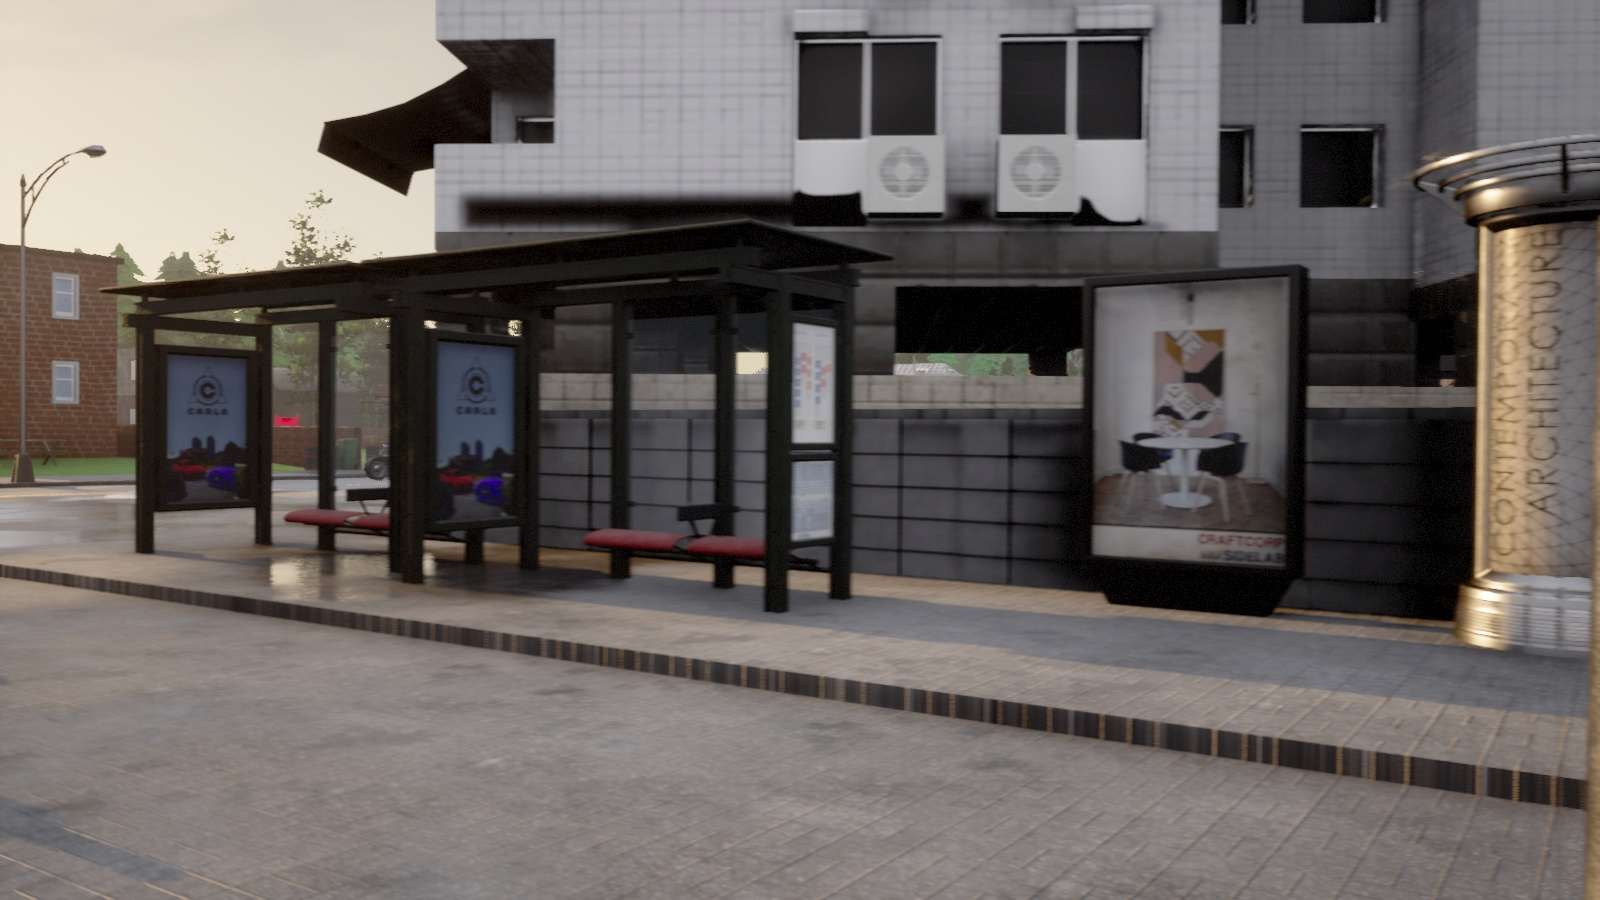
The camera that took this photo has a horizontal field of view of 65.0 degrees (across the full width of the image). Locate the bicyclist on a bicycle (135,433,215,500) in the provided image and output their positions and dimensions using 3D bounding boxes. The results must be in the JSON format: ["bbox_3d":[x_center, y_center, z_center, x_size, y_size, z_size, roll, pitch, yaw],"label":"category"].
[{"bbox_3d":[-15.418,0.384,31.017,0.866,1.612,1.509,0,1,34],"label":"bicyclist on a bicycle"}]
